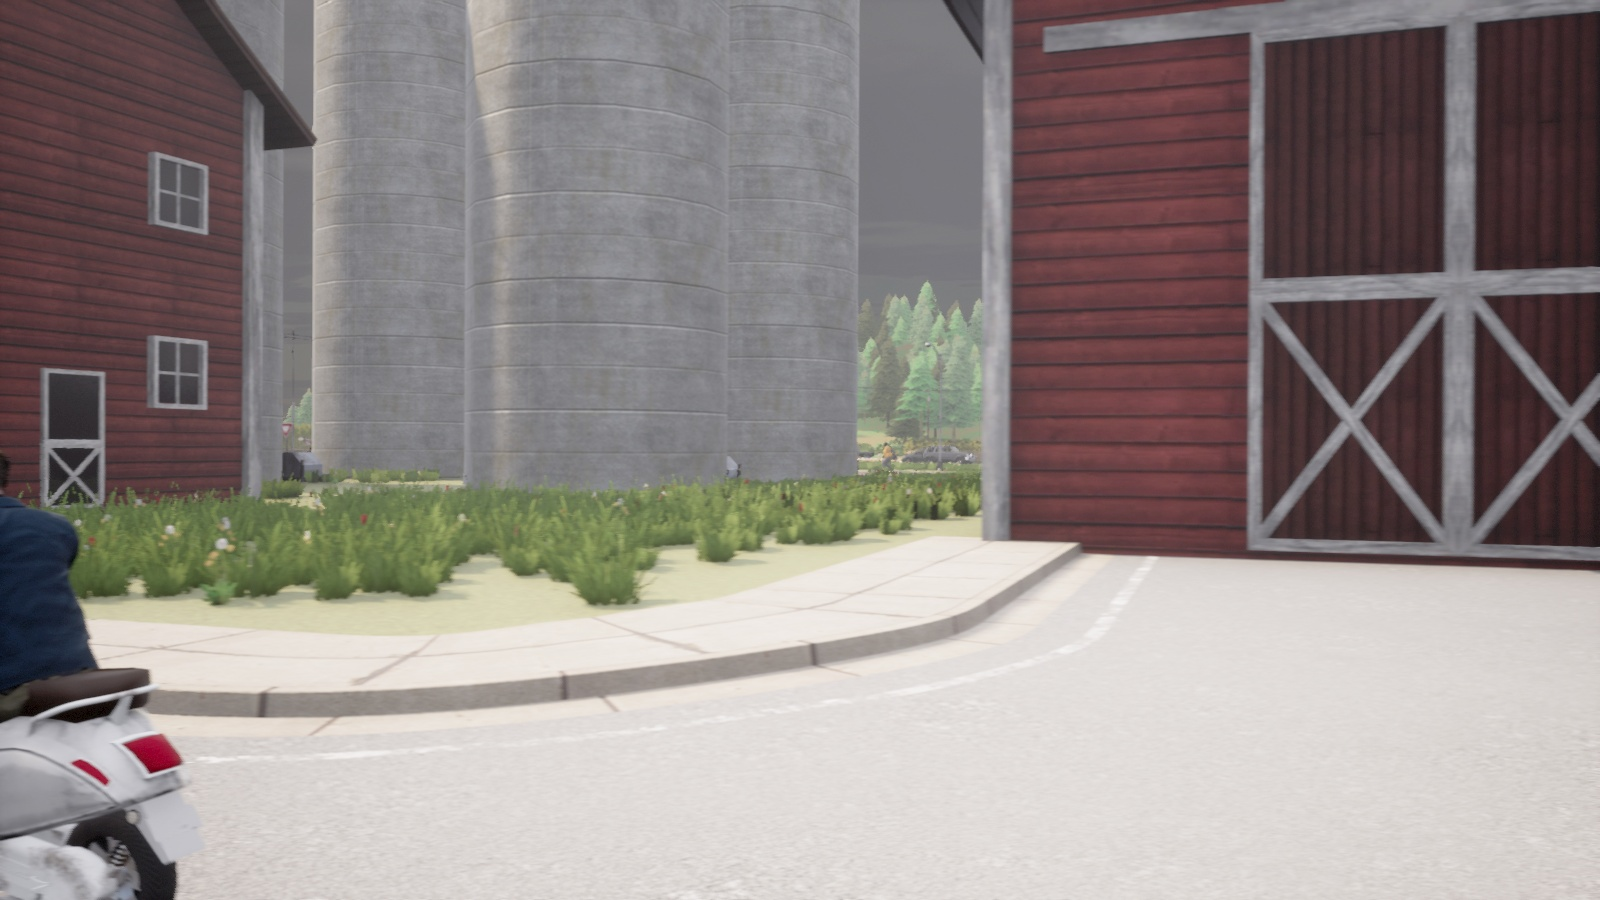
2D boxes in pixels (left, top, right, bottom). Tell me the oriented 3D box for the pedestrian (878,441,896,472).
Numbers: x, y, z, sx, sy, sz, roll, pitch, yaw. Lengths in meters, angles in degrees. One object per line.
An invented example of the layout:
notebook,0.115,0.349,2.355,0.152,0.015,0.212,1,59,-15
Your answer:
pedestrian,5.308,0.403,76.626,0.900,1.855,0.874,1,0,18

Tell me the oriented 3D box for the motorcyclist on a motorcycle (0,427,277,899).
motorcyclist on a motorcycle,-2.781,0.740,4.144,1.817,1.590,0.866,-1,0,19
